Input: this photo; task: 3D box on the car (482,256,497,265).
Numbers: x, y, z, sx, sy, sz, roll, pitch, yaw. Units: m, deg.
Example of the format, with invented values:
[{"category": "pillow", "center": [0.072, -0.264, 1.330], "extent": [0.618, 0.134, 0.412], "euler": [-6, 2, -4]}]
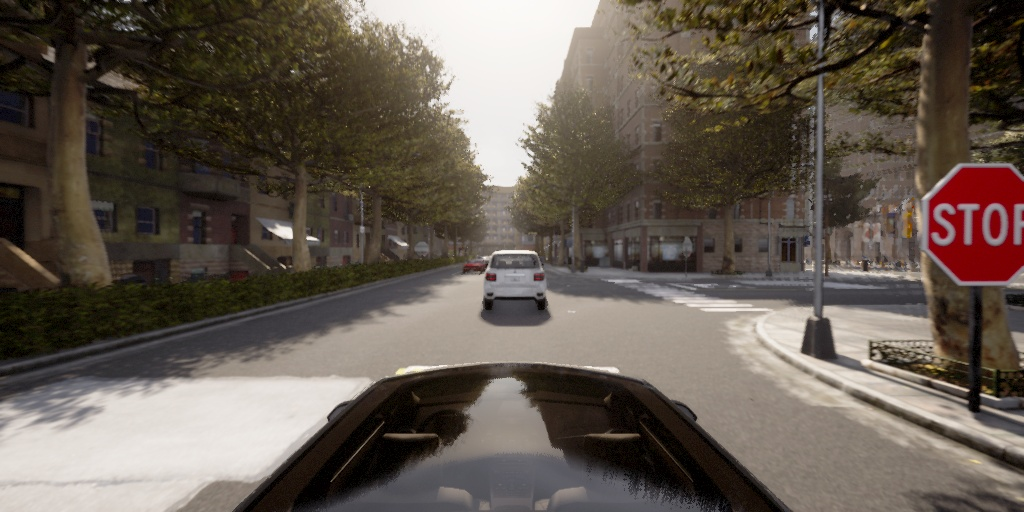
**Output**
[{"category": "car", "center": [-3.546, 0.665, 57.600], "extent": [1.994, 1.385, 4.181], "euler": [0, 1, 1]}]

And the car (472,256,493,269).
[{"category": "car", "center": [-3.593, 0.746, 44.368], "extent": [2.128, 1.511, 4.902], "euler": [0, 1, 0]}]

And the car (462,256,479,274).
[{"category": "car", "center": [-3.569, 0.977, 33.909], "extent": [1.895, 1.301, 4.718], "euler": [0, 1, 0]}]

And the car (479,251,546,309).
[{"category": "car", "center": [0.099, 0.825, 14.202], "extent": [2.150, 2.045, 5.566], "euler": [0, 1, 0]}]
